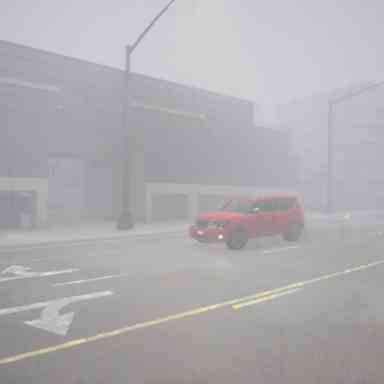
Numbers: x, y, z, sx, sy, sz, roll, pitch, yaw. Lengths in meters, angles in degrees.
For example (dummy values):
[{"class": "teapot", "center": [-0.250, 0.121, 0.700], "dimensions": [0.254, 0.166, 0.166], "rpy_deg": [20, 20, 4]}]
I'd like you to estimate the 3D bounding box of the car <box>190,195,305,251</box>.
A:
[{"class": "car", "center": [2.568, 1.188, 14.427], "dimensions": [5.566, 2.045, 2.150], "rpy_deg": [-1, 0, -36]}]
